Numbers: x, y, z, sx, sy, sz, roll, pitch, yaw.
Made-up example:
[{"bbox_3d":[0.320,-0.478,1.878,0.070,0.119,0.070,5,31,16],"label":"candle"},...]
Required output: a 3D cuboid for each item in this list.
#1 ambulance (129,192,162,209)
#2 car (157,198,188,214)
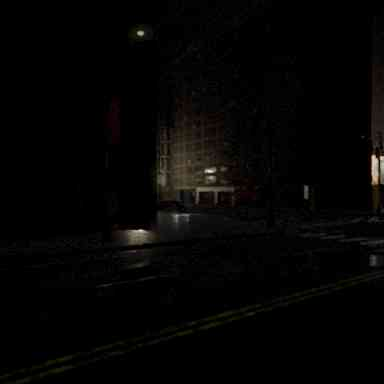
[{"bbox_3d":[-7.445,1.289,52.514,2.351,2.431,6.366,-1,0,-36],"label":"ambulance"},{"bbox_3d":[-2.439,1.755,39.819,1.837,1.490,4.892,-1,0,-36],"label":"car"}]
